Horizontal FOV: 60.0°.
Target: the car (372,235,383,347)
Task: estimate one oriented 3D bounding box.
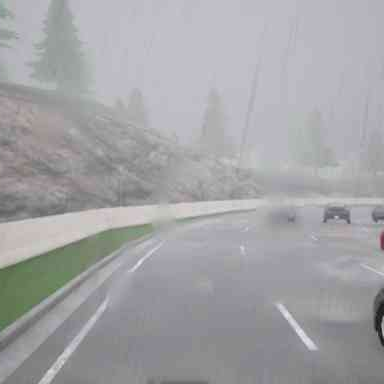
[{"bbox_3d":[3.594,1.516,3.006,1.837,1.490,4.892,0,0,0],"label":"car"}]

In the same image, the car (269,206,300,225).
[{"bbox_3d":[6.996,1.672,24.879,1.895,1.301,4.718,0,0,21],"label":"car"}]

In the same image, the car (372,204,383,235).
[{"bbox_3d":[7.226,1.246,8.634,2.150,2.045,5.566,0,0,2],"label":"car"}]

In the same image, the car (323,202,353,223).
[{"bbox_3d":[11.506,1.580,26.319,1.837,1.490,4.892,-1,0,25],"label":"car"}]

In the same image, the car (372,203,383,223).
[{"bbox_3d":[15.632,1.640,26.712,1.994,1.385,4.181,0,0,28],"label":"car"}]
